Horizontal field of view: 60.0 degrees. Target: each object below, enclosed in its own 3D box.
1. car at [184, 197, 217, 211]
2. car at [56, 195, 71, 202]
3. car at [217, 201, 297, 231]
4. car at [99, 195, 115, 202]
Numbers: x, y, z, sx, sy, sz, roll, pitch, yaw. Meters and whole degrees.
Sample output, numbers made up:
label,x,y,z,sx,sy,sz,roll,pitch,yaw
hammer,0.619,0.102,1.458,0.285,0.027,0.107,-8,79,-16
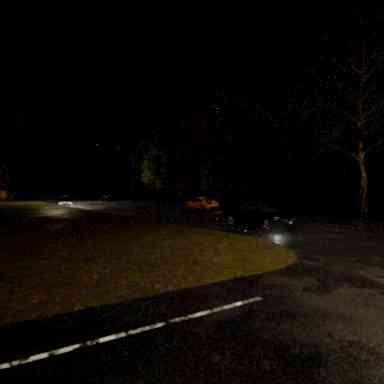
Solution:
label,x,y,z,sx,sy,sz,roll,pitch,yaw
car,1.009,1.311,37.253,1.882,1.535,5.008,0,0,-34
car,-24.002,1.205,62.226,1.895,1.301,4.718,0,0,-31
car,4.032,1.402,20.345,1.882,1.535,5.008,0,0,-34
car,-15.934,1.206,62.261,1.994,1.385,4.181,0,0,-34
